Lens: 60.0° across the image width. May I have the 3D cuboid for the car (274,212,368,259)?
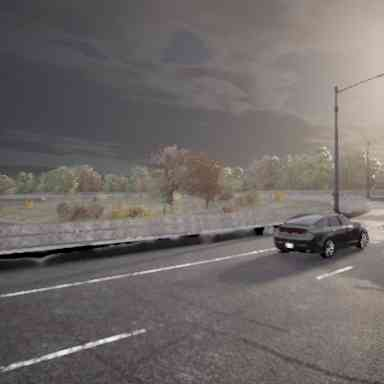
[{"bbox_3d":[5.078,1.532,12.824,4.892,1.490,1.837,-1,0,-42],"label":"car"}]
